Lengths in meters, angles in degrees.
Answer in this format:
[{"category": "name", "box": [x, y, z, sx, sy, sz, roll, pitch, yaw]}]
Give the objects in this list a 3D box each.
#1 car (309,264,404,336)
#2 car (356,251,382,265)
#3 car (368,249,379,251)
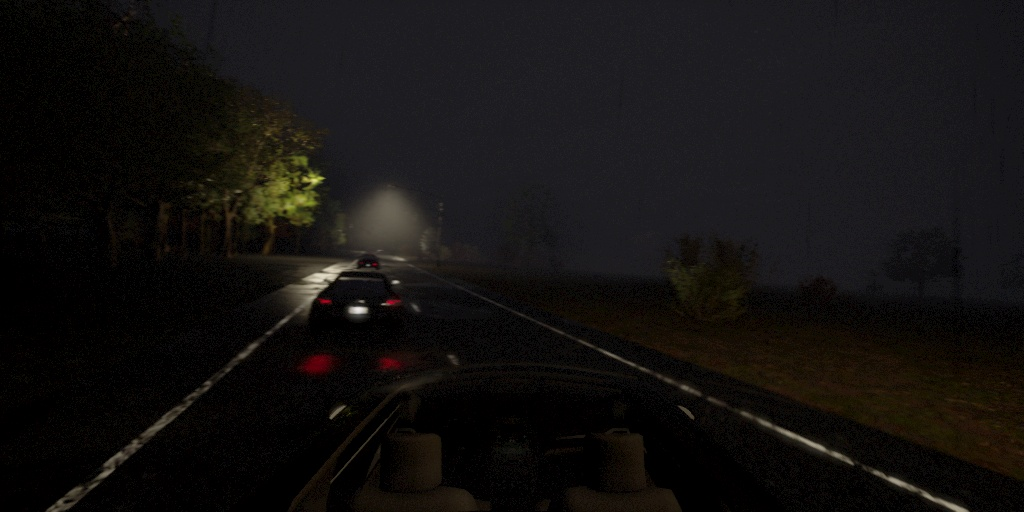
[{"category": "car", "box": [-3.978, 1.081, 9.462, 1.994, 1.385, 4.181, 4, 0, -21]}, {"category": "car", "box": [-13.057, 0.535, 32.662, 1.812, 1.442, 4.674, 4, 0, -21]}, {"category": "car", "box": [-23.863, -0.096, 60.266, 1.812, 1.442, 4.674, 4, 0, -21]}]
